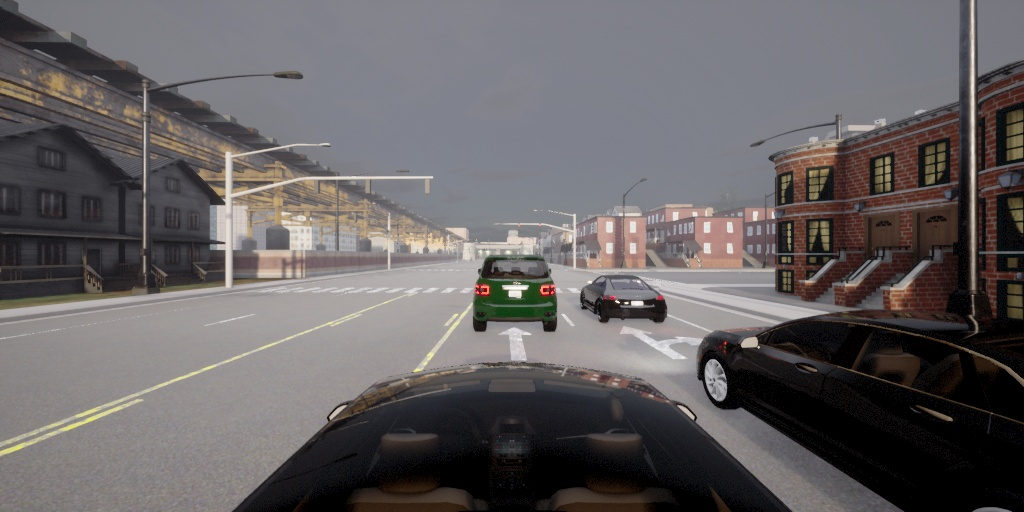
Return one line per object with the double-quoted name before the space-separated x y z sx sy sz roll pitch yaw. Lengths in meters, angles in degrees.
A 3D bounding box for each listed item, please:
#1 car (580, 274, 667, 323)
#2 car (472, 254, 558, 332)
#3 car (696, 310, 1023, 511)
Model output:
"car" 3.582 1.314 12.192 1.994 1.385 4.181 0 0 1
"car" 0.083 0.971 11.021 2.150 2.045 5.566 0 0 0
"car" 3.599 1.255 3.279 1.837 1.490 4.892 0 0 0
